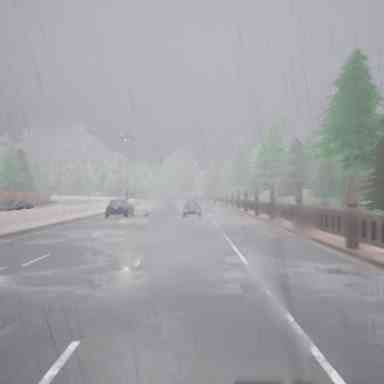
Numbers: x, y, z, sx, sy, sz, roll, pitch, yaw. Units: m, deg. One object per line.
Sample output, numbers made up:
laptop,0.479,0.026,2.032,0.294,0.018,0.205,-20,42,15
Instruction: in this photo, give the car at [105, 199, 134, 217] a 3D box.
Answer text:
car,-6.997,1.473,32.615,2.097,1.767,4.553,0,0,0

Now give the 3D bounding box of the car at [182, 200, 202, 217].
car,0.003,1.667,32.227,2.033,1.411,5.357,0,0,0

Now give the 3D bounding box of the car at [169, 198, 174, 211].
car,-3.490,1.512,43.457,2.097,1.767,4.553,0,0,0

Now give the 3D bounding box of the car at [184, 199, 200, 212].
car,0.006,1.707,42.908,2.033,1.411,5.357,0,0,0

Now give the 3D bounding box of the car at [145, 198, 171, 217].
car,-3.398,1.647,32.631,1.812,1.442,4.674,0,0,0
